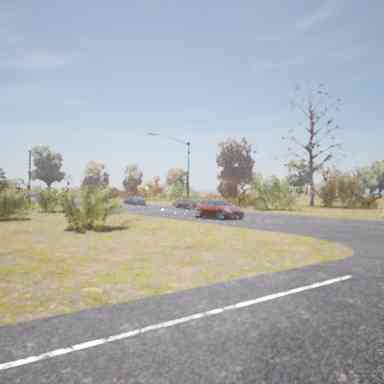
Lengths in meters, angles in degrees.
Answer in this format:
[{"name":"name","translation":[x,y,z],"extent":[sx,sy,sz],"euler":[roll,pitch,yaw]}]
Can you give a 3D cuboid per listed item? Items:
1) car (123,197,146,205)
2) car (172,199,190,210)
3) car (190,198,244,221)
[{"name":"car","translation":[-9.724,1.491,55.688],"extent":[2.033,1.411,5.357],"euler":[0,0,-37]},{"name":"car","translation":[-0.417,1.572,43.431],"extent":[2.033,1.411,5.357],"euler":[0,0,-37]},{"name":"car","translation":[2.306,1.406,28.262],"extent":[2.097,1.767,4.553],"euler":[0,0,-37]}]
